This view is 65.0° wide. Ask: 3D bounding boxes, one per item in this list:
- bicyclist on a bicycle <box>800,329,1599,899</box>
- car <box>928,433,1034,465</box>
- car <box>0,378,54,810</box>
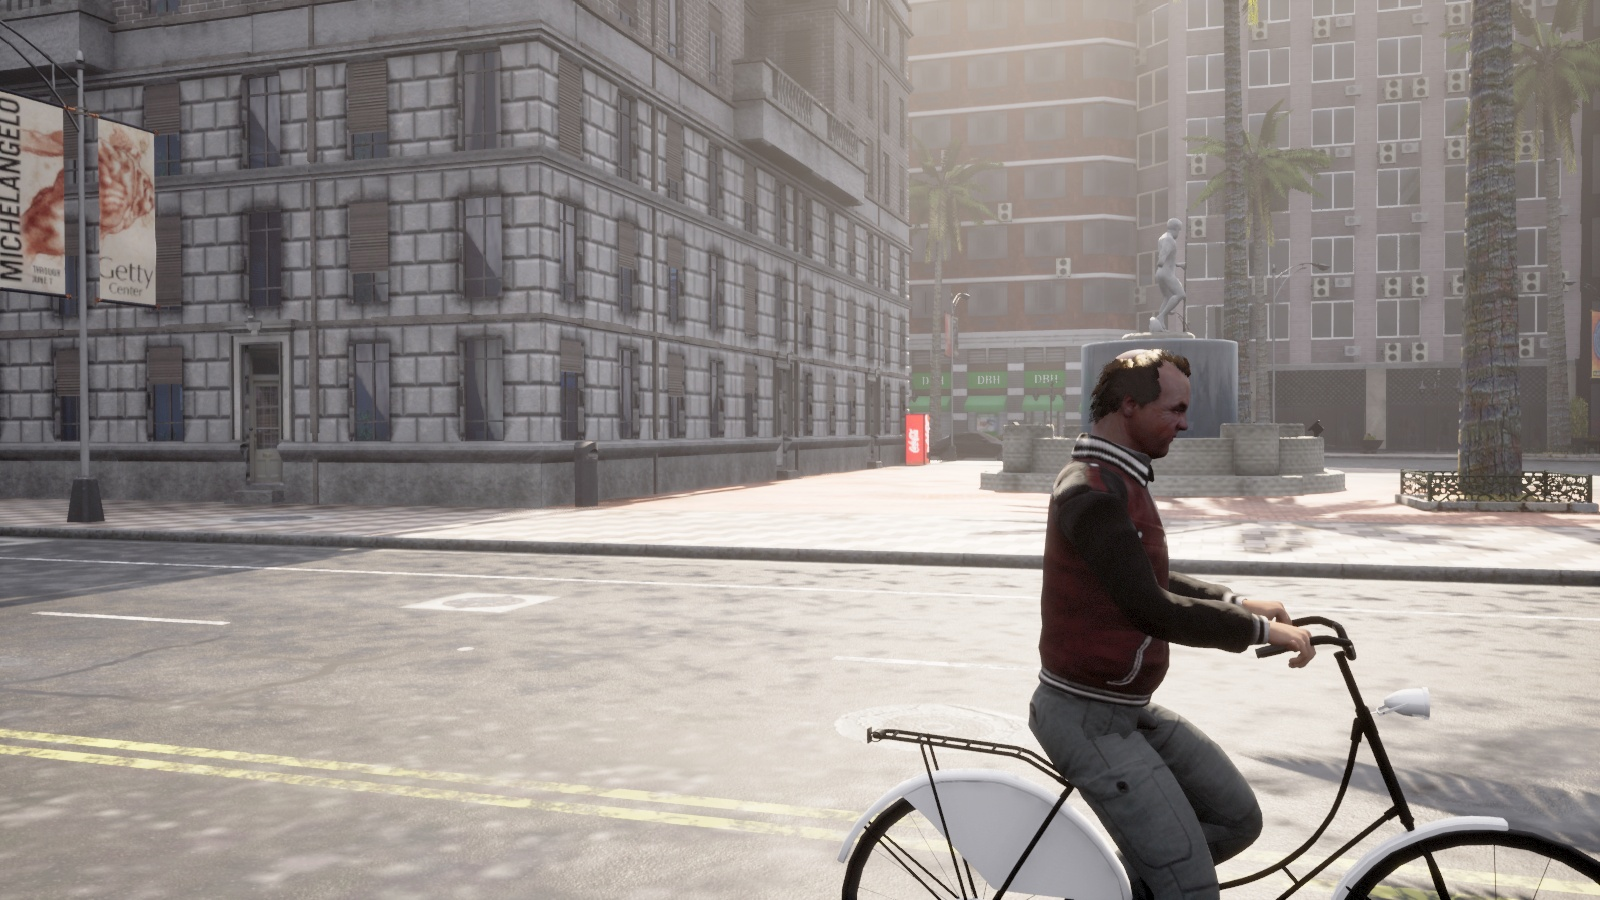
[{"bbox_3d":[0.978,0.655,2.875,1.843,1.776,0.659,0,1,19],"label":"bicyclist on a bicycle"},{"bbox_3d":[8.671,-0.081,60.328,4.674,1.442,1.812,1,1,27],"label":"car"},{"bbox_3d":[-5.684,0.582,5.087,4.553,1.767,2.097,1,1,18],"label":"car"}]
